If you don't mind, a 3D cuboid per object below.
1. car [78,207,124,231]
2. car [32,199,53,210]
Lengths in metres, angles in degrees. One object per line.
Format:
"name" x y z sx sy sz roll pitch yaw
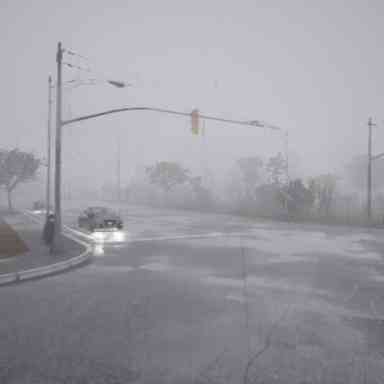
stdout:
"car" -5.910 1.664 21.373 1.994 1.385 4.181 1 0 -32
"car" -18.787 1.554 41.805 1.994 1.385 4.181 1 0 -32
